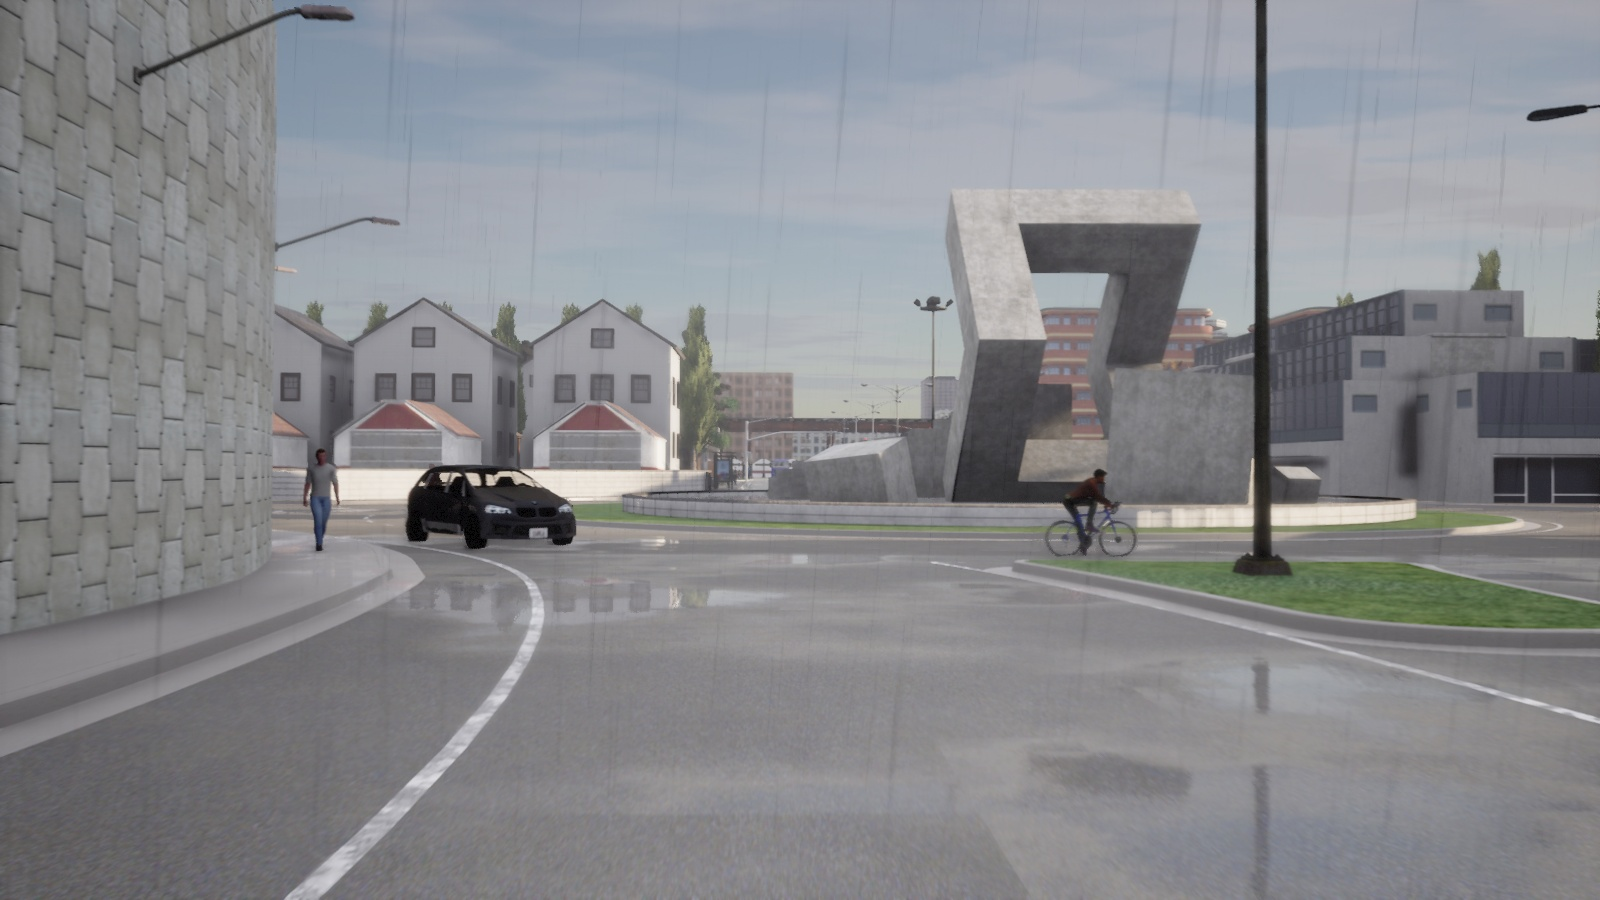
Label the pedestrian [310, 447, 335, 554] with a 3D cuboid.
[{"bbox_3d":[-8.298,0.868,21.824,0.354,1.836,0.706,0,-1,-24],"label":"pedestrian"}]

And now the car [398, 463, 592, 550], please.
[{"bbox_3d":[-6.539,1.130,26.579,2.242,1.667,4.611,1,-1,-39],"label":"car"}]

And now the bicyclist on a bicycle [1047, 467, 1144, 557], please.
[{"bbox_3d":[5.437,1.133,23.155,1.656,1.620,0.582,0,-2,5],"label":"bicyclist on a bicycle"}]
